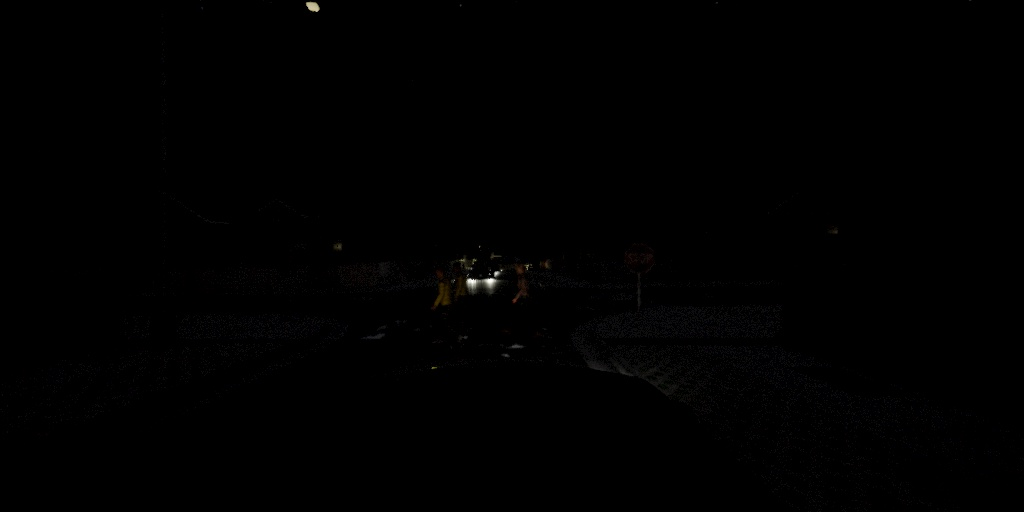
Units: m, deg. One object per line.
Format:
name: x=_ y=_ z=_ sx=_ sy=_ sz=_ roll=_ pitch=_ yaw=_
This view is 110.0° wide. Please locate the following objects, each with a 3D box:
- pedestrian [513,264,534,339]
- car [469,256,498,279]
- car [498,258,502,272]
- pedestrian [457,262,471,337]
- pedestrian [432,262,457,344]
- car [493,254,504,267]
pedestrian: x=0.267 y=1.056 z=8.708 sx=0.375 sy=1.860 sz=0.375 roll=0 pitch=0 yaw=0
car: x=-2.766 y=1.158 z=33.940 sx=2.097 sy=1.767 sz=4.553 roll=0 pitch=0 yaw=0
car: x=-2.721 y=1.391 z=48.616 sx=1.994 sy=1.385 sz=4.181 roll=0 pitch=0 yaw=0
pedestrian: x=-1.346 y=1.058 z=9.315 sx=0.375 sy=1.860 sz=0.375 roll=0 pitch=0 yaw=0
pedestrian: x=-1.532 y=1.055 z=8.117 sx=0.375 sy=1.860 sz=0.375 roll=0 pitch=0 yaw=0
car: x=-2.599 y=0.731 z=63.780 sx=2.150 sy=2.045 sz=5.566 roll=0 pitch=0 yaw=0
